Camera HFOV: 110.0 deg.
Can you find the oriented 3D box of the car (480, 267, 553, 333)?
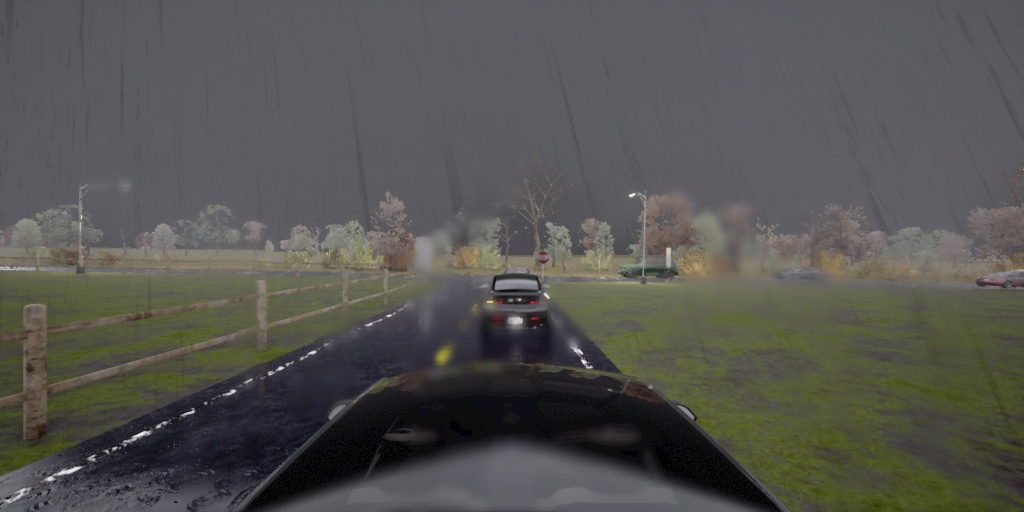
[{"bbox_3d":[0.117,1.257,10.728,1.837,1.490,4.892,0,0,0],"label":"car"}]

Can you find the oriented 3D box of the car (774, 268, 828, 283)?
[{"bbox_3d":[28.203,1.828,35.053,4.181,1.385,1.994,1,1,0],"label":"car"}]

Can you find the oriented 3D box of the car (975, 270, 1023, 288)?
[{"bbox_3d":[44.574,2.158,32.094,4.181,1.385,1.994,1,1,2],"label":"car"}]

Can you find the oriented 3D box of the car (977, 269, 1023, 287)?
[{"bbox_3d":[48.929,2.143,34.876,4.892,1.490,1.837,1,1,0],"label":"car"}]

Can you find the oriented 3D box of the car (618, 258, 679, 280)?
[{"bbox_3d":[13.319,1.221,35.104,5.566,2.045,2.150,1,1,0],"label":"car"}]
